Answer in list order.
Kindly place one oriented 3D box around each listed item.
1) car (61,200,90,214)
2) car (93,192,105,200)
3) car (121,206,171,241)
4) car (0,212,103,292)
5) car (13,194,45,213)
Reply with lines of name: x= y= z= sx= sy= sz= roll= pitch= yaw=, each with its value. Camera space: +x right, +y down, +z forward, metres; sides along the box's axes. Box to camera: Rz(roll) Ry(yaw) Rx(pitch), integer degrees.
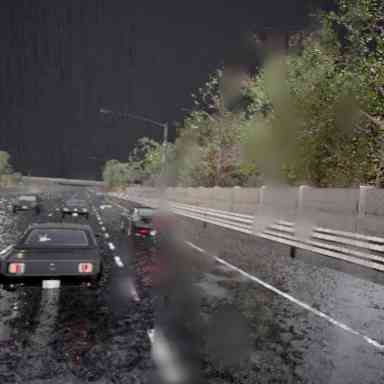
car: x=-8.633 y=1.227 z=24.861 sx=1.895 sy=1.301 sz=4.718 roll=4 pitch=0 yaw=-18
car: x=-19.141 y=0.826 z=68.460 sx=1.812 sy=1.442 sz=4.674 roll=4 pitch=-1 yaw=-18
car: x=-2.350 y=1.467 z=16.448 sx=1.837 sy=1.490 sz=4.892 roll=4 pitch=0 yaw=-18
car: x=-3.344 y=1.447 z=8.469 sx=1.895 sy=1.301 sz=4.718 roll=4 pitch=0 yaw=-18
car: x=-12.718 y=0.902 z=26.143 sx=1.812 sy=1.442 sz=4.674 roll=4 pitch=0 yaw=-18
